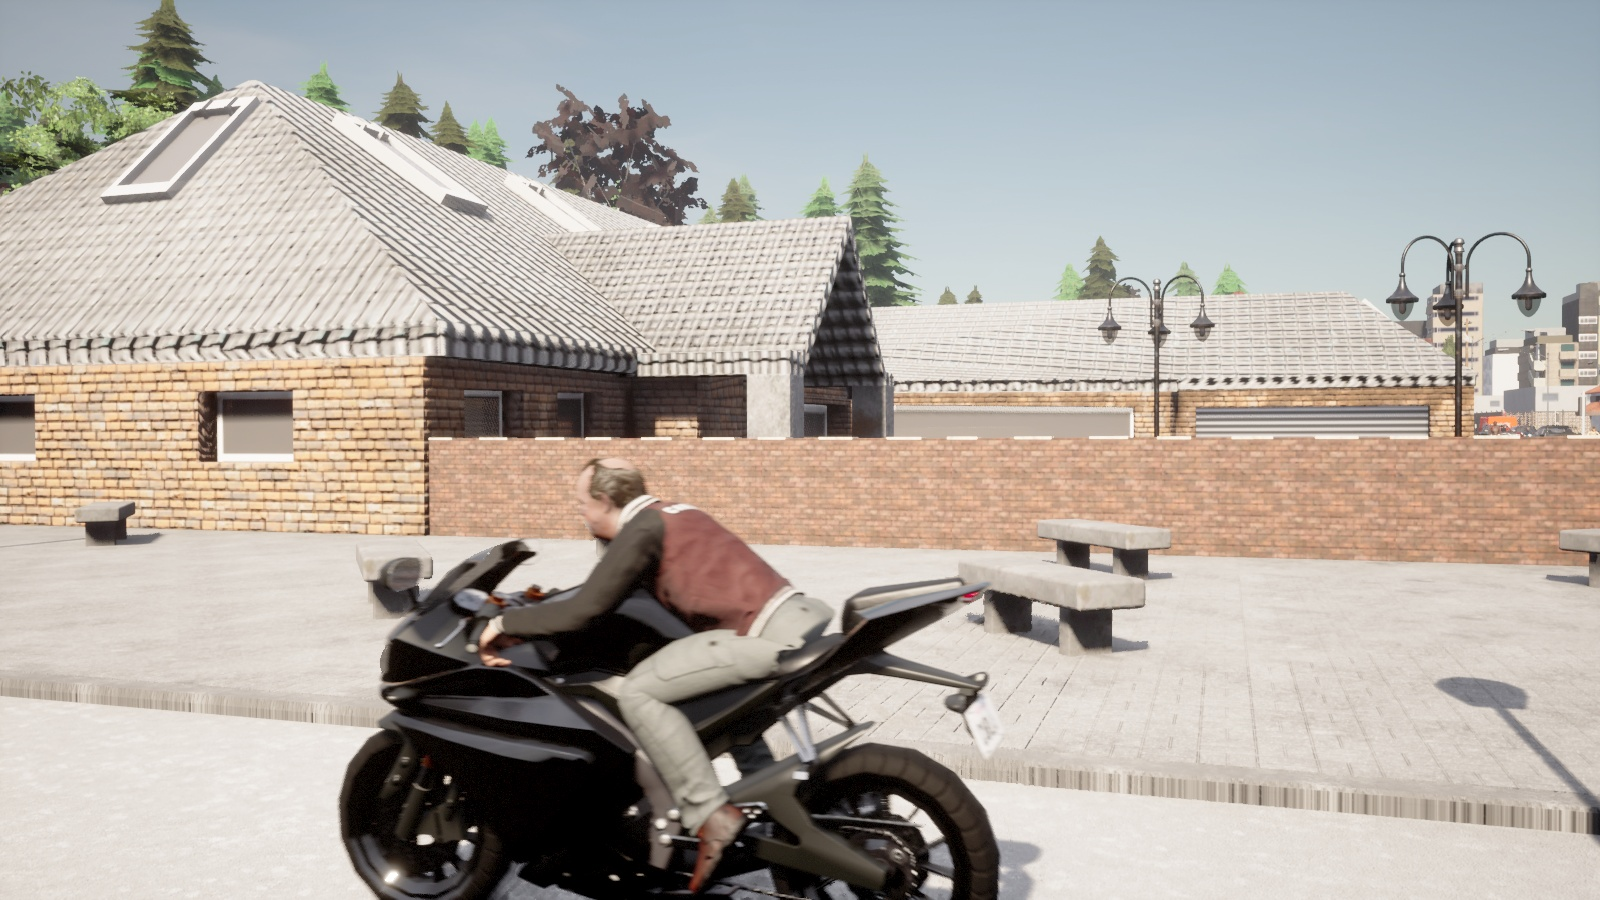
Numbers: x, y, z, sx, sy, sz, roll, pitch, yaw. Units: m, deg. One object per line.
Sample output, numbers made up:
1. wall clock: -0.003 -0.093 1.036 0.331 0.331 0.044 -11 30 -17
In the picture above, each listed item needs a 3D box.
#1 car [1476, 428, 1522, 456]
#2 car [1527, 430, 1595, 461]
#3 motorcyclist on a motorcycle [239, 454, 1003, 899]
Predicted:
1. car: 47.662 -0.551 85.748 1.932 1.855 4.605 1 1 18
2. car: 42.318 -0.290 69.938 2.242 1.667 4.611 1 1 19
3. motorcyclist on a motorcycle: -0.540 0.797 3.907 2.191 1.530 0.866 1 1 19
